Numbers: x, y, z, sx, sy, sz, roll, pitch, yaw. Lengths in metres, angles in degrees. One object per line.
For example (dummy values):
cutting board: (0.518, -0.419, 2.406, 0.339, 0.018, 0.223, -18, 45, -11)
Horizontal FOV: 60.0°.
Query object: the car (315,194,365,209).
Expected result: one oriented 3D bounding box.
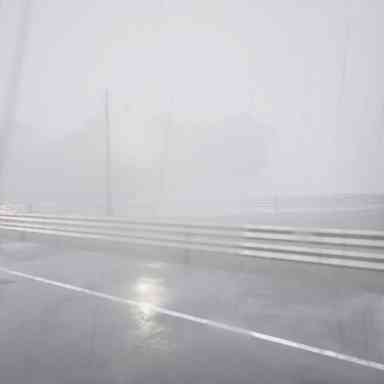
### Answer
car: (14.818, 0.930, 33.392, 4.902, 1.511, 2.128, -1, -1, -6)
